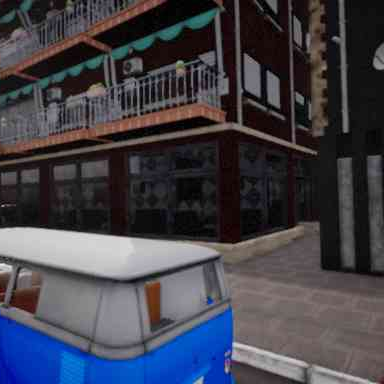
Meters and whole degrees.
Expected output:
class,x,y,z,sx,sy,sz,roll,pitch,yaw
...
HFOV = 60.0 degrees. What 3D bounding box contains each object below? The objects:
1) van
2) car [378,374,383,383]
class,x,y,z,sx,sy,sz,roll,pitch,yaw
van,-1.491,1.373,3.768,3.998,1.788,1.690,-1,-2,36
car,3.013,1.294,0.556,5.009,1.841,2.192,-1,-2,36
